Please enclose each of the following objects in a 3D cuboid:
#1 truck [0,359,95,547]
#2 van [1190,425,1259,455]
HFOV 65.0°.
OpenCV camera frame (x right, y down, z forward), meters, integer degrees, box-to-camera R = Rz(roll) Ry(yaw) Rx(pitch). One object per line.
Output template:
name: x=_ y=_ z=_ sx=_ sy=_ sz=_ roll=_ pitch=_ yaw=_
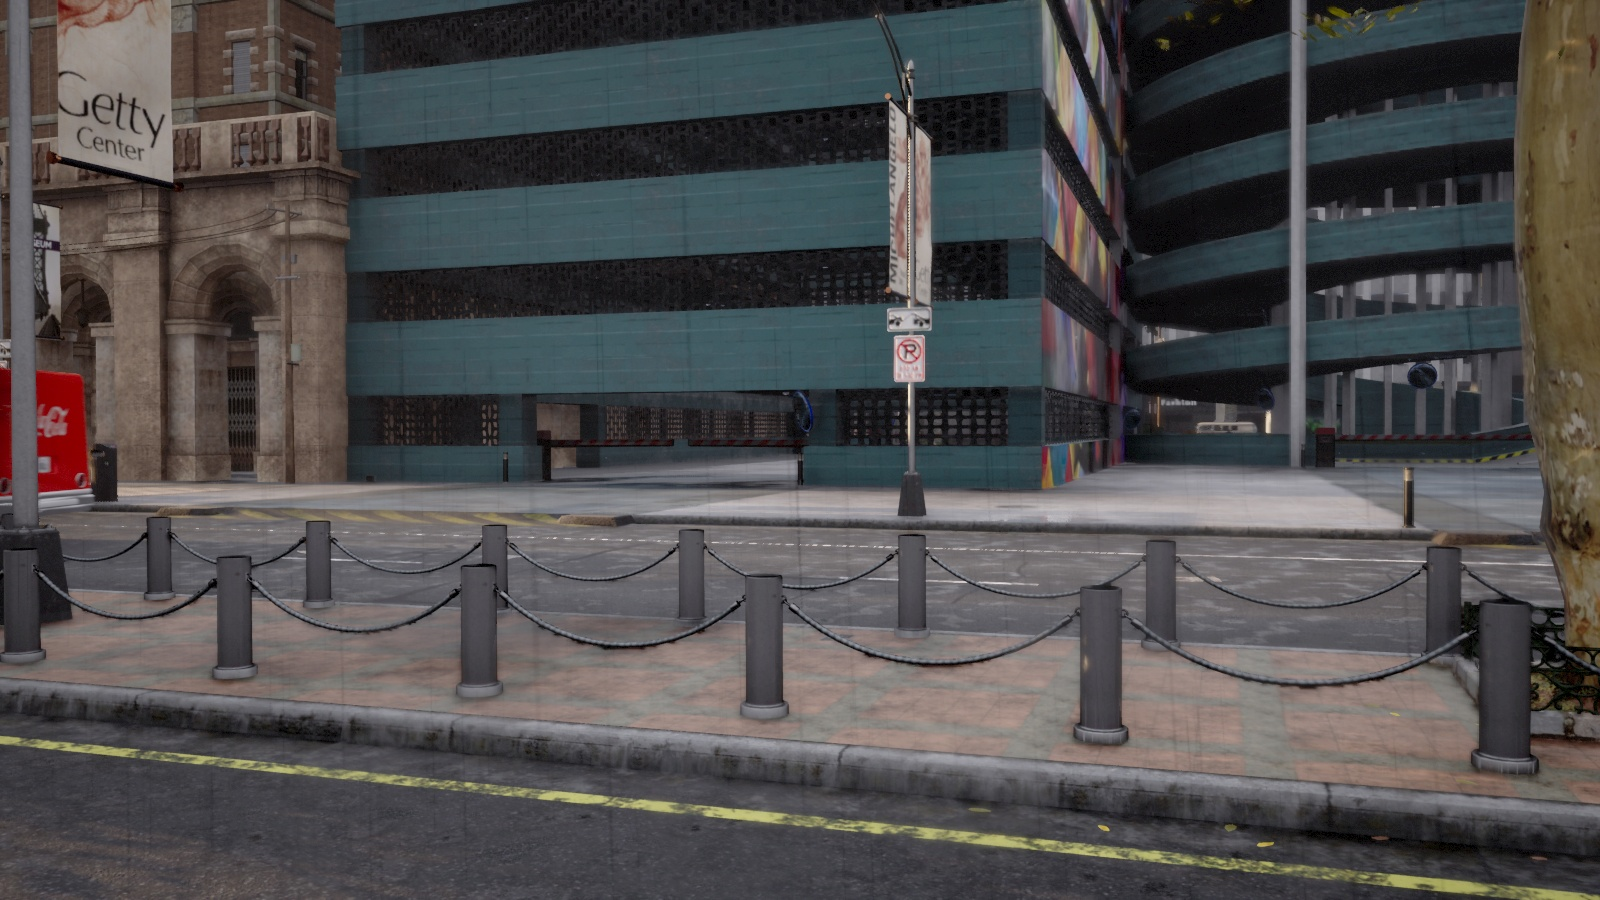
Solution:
truck: x=-13.107 y=0.012 z=17.373 sx=5.204 sy=2.467 sz=2.627 roll=0 pitch=1 yaw=-1
van: x=29.496 y=-0.707 z=87.267 sx=4.442 sy=1.987 sz=1.775 roll=1 pitch=1 yaw=24
